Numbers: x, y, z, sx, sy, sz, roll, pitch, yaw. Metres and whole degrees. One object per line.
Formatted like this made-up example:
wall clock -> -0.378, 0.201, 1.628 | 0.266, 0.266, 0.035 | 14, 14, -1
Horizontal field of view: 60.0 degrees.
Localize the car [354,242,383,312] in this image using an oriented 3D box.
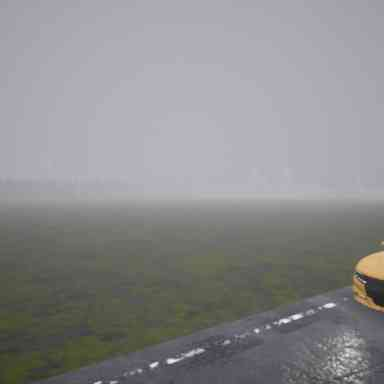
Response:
car -> 5.295, 1.474, 6.844 | 5.008, 1.535, 1.882 | 0, 0, -35
